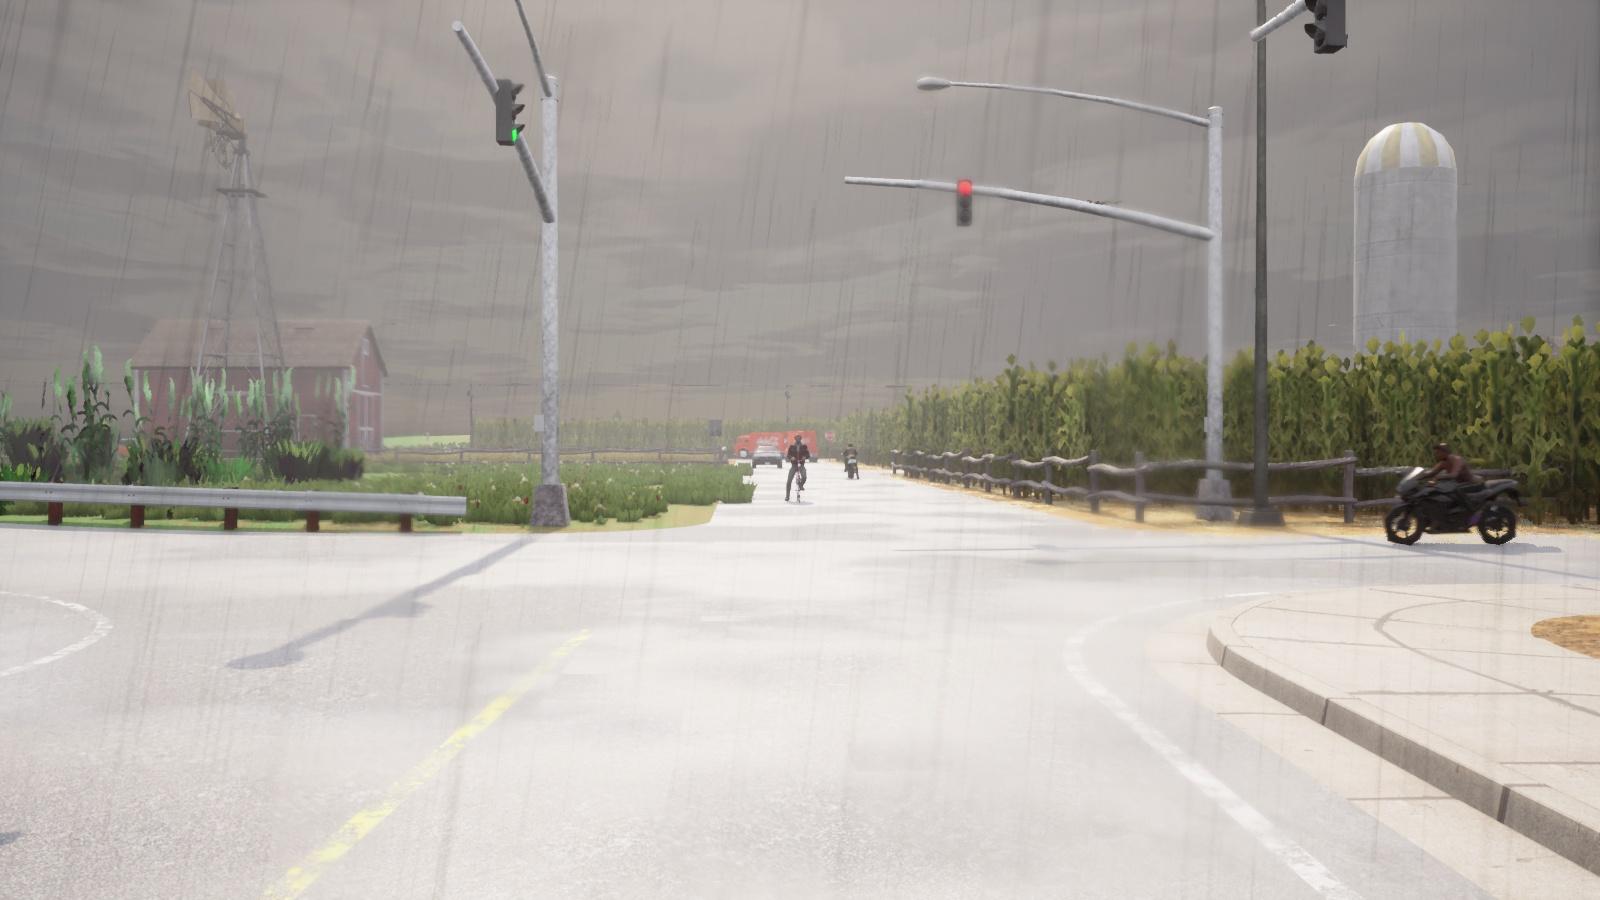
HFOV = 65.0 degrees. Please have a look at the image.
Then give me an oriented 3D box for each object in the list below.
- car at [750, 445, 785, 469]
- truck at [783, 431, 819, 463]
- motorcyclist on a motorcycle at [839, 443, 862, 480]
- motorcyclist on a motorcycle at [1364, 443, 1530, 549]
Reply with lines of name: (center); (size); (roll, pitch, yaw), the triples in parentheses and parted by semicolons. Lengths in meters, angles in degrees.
car: (-2.025, 0.395, 76.614); (2.033, 1.411, 5.357); (0, 0, -3)
truck: (0.070, -0.259, 99.128); (2.627, 2.467, 5.204); (0, 1, -2)
motorcyclist on a motorcycle: (2.136, 0.466, 52.930); (0.797, 1.523, 2.044); (0, 0, -3)
motorcyclist on a motorcycle: (9.494, 0.667, 18.480); (2.044, 1.523, 0.797); (0, 0, -2)
